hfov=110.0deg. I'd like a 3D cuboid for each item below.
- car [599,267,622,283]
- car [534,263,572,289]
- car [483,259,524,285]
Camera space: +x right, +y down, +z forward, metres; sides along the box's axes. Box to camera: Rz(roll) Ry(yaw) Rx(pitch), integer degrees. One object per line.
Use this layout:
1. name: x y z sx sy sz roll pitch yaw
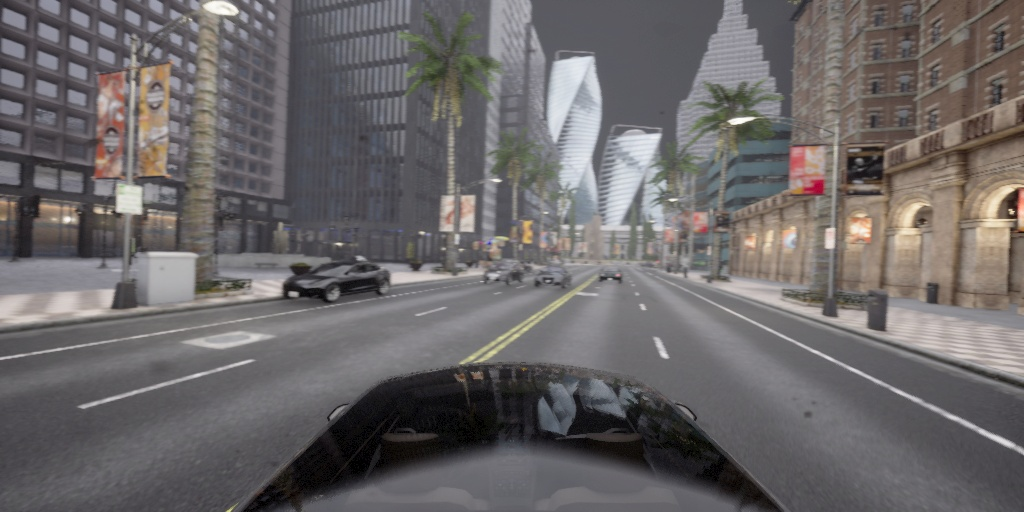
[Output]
1. car: 8.762 1.625 31.765 1.895 1.301 4.718 2 0 17
2. car: 2.837 1.391 24.209 1.994 1.385 4.181 2 0 17
3. car: -0.499 1.184 25.247 2.128 1.511 4.902 2 0 17
